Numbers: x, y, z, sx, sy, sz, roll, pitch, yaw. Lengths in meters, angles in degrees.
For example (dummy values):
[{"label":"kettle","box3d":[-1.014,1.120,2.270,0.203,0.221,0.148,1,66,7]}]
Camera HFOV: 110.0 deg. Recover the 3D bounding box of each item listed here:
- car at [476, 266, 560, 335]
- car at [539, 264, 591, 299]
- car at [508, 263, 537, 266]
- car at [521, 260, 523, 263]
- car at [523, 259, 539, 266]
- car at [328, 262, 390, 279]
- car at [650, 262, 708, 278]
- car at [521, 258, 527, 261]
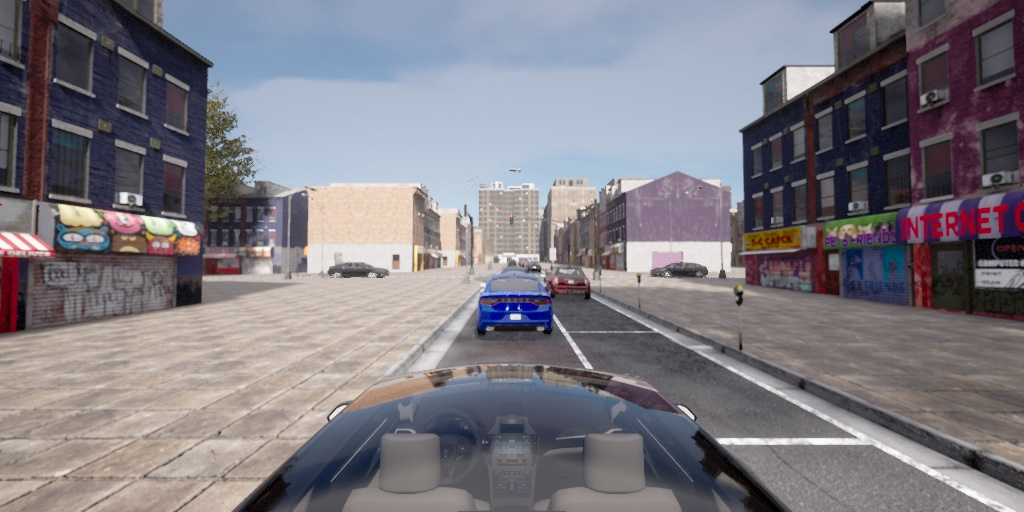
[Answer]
[{"label":"car","box3d":[0.049,1.226,10.560,1.882,1.535,5.008,0,0,-1]},{"label":"car","box3d":[2.653,1.192,18.095,1.967,1.591,4.097,0,0,0]},{"label":"car","box3d":[0.117,1.278,18.297,1.812,1.442,4.674,0,0,0]},{"label":"car","box3d":[2.685,1.409,50.276,1.948,1.339,4.313,0,0,0]},{"label":"car","box3d":[2.680,1.382,44.839,1.948,1.339,4.313,0,0,0]},{"label":"car","box3d":[-12.834,1.252,30.166,4.892,1.490,1.837,0,-2,0]},{"label":"car","box3d":[15.282,1.292,32.910,4.892,1.490,1.837,0,-2,0]},{"label":"car","box3d":[2.691,1.400,55.882,1.751,1.417,4.829,0,0,0]}]
